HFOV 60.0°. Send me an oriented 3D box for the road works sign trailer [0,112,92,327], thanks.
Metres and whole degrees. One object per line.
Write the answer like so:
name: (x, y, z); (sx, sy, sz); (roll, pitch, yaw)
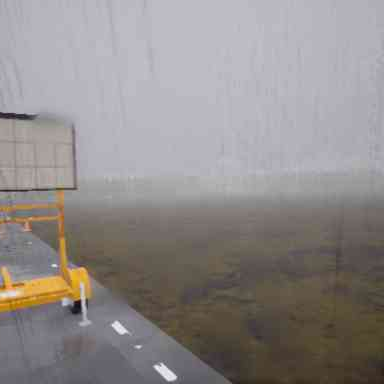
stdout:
road works sign trailer: (-3.351, 0.395, 5.996); (2.380, 3.560, 2.880); (-2, 2, -32)
